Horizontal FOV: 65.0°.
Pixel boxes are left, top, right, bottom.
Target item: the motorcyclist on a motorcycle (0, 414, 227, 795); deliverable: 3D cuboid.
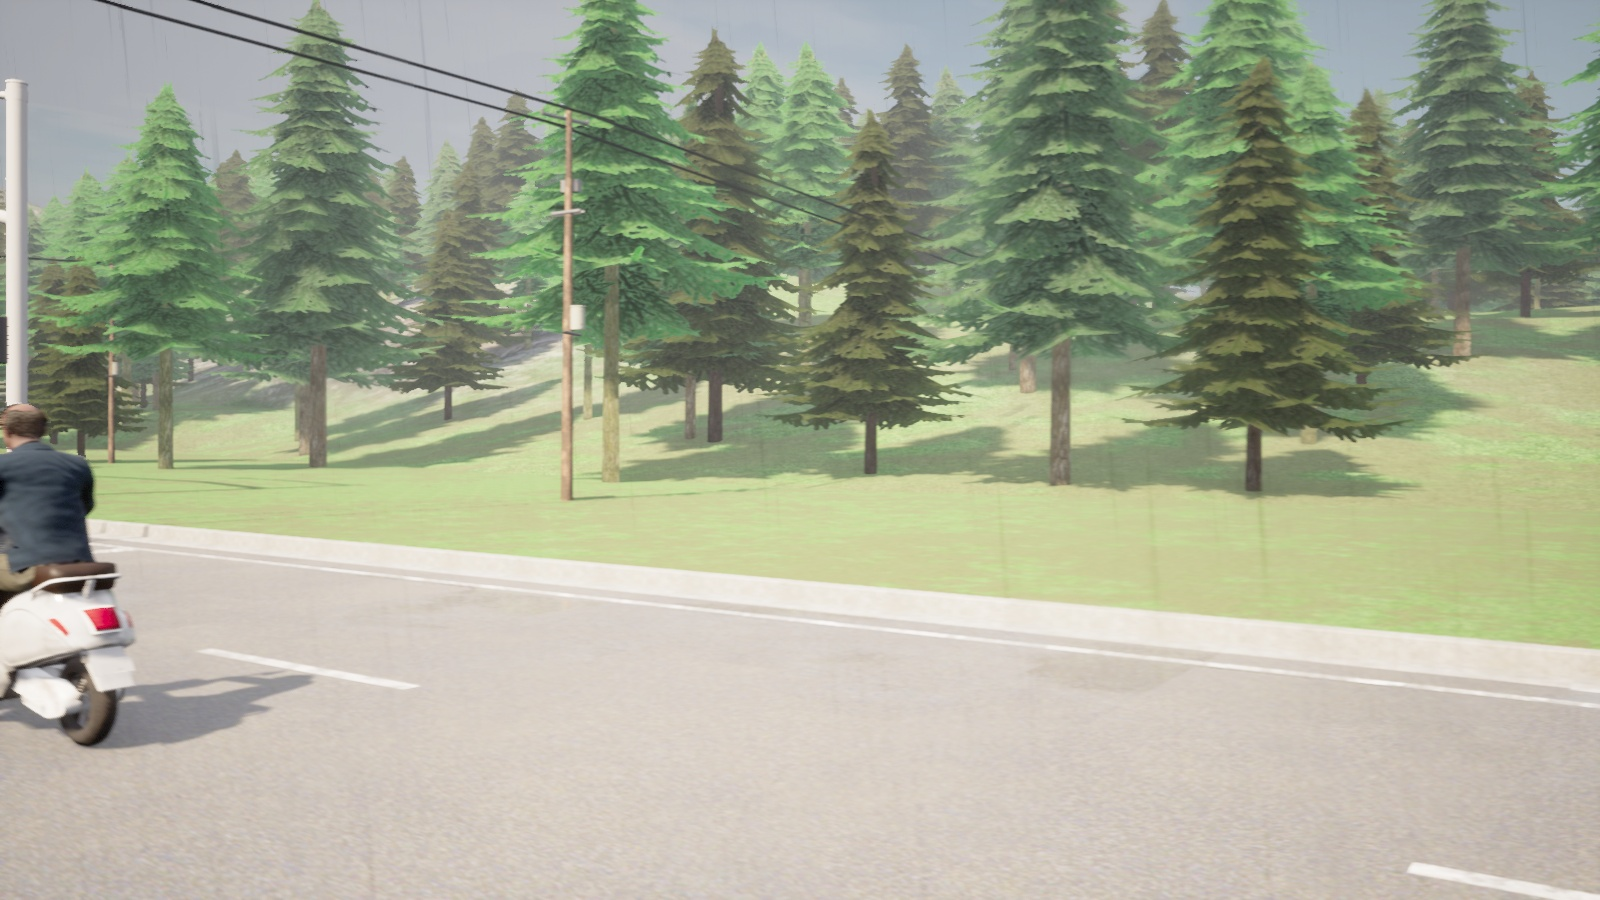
[{"bbox_3d":[-3.728,0.640,6.097,1.817,1.590,0.866,0,1,34],"label":"motorcyclist on a motorcycle"}]
